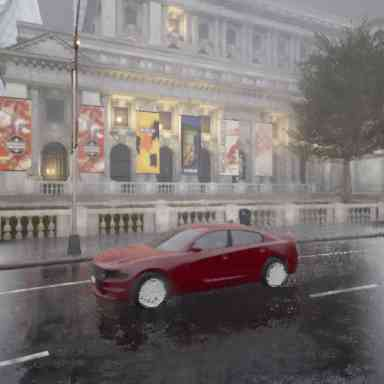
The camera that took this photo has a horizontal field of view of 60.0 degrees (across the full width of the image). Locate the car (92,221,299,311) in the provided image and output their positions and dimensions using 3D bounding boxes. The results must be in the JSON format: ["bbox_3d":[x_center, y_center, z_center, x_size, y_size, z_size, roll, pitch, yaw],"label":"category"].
[{"bbox_3d":[0.237,1.477,7.836,5.008,1.535,1.882,0,0,-28],"label":"car"}]
